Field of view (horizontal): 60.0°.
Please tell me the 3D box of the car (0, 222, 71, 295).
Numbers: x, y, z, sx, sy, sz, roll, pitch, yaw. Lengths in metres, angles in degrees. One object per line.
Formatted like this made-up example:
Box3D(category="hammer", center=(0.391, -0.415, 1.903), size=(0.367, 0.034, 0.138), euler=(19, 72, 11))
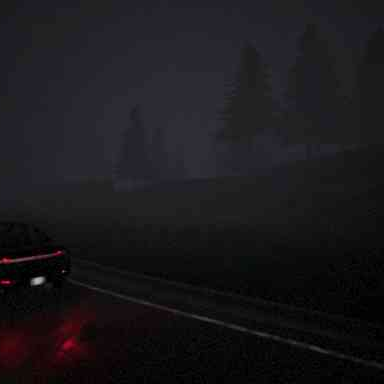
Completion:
Box3D(category="car", center=(-4.759, 1.466, 7.915), size=(4.902, 1.511, 2.128), euler=(0, 0, 41))
